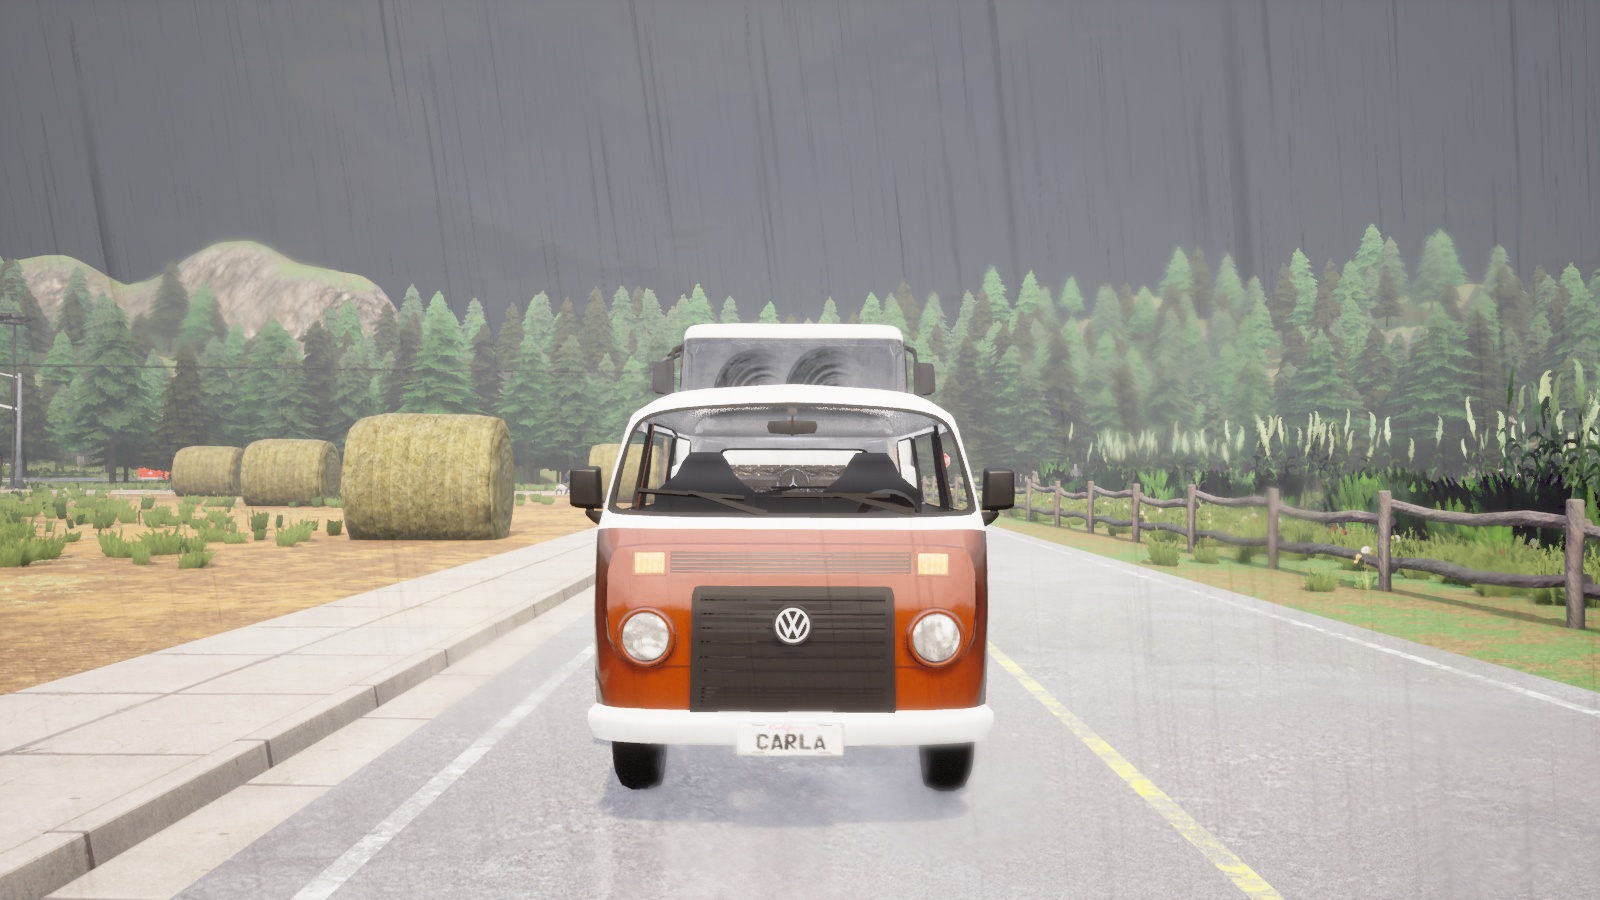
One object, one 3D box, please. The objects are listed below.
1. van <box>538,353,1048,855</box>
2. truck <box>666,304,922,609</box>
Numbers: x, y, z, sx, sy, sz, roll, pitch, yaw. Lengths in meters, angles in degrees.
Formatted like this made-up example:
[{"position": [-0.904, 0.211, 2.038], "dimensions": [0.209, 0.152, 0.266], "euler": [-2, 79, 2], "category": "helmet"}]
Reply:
[{"position": [-0.037, 0.662, 7.364], "dimensions": [2.069, 2.038, 4.480], "euler": [0, -1, 0], "category": "van"}, {"position": [-0.089, 0.139, 18.252], "dimensions": [2.891, 3.462, 7.936], "euler": [0, -1, 0], "category": "truck"}]
